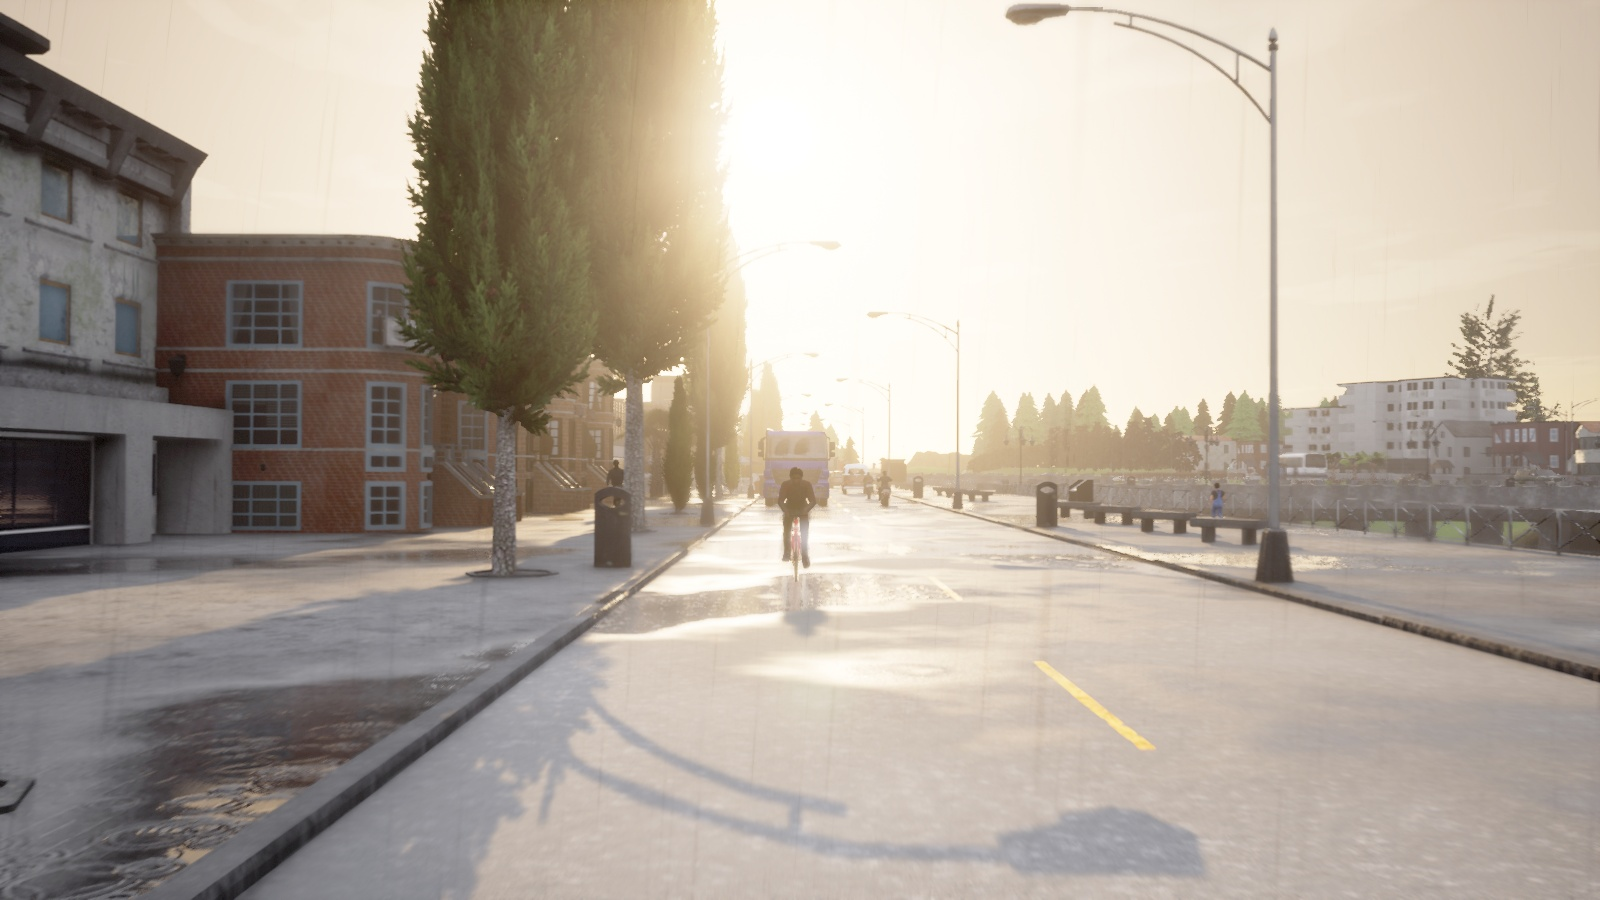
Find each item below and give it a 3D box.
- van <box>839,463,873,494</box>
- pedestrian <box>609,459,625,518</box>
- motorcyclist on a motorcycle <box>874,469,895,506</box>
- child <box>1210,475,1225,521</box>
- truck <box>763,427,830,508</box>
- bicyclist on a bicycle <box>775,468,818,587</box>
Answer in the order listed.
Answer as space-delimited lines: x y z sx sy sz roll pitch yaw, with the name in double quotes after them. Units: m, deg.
3.777 1.956 85.616 2.069 2.038 4.480 0 -1 0 "van"
-5.755 1.210 39.544 0.370 1.835 0.726 0 -1 1 "pedestrian"
3.851 1.708 57.234 0.766 1.649 2.350 0 -1 0 "motorcyclist on a motorcycle"
11.732 1.348 35.290 0.270 1.263 0.437 0 -1 1 "child"
-0.154 0.804 57.956 2.891 3.462 7.936 0 -1 0 "truck"
-0.047 1.070 18.042 0.582 1.620 1.656 0 -1 0 "bicyclist on a bicycle"
